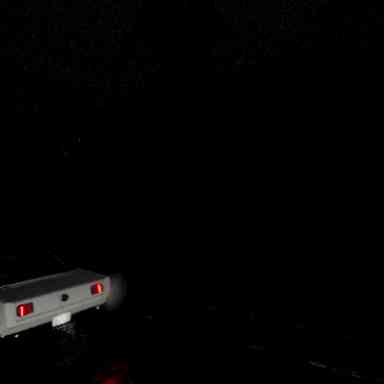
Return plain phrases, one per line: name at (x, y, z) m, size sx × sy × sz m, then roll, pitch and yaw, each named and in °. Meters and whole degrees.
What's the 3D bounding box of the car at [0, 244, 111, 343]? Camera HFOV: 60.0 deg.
car at (-3.805, 1.688, 6.393) m, size 4.718 × 1.301 × 1.895 m, roll -1°, pitch -1°, yaw 35°
